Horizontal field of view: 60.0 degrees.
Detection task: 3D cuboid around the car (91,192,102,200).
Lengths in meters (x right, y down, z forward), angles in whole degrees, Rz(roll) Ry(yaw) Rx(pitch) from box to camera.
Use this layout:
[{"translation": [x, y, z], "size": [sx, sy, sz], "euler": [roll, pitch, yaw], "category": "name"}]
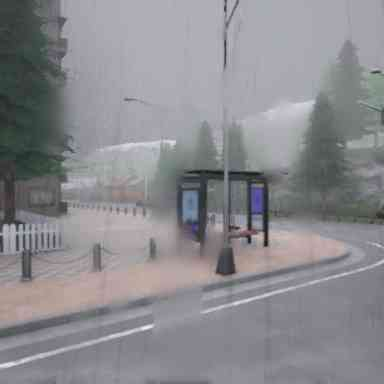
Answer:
[{"translation": [-21.246, 1.015, 80.676], "size": [4.605, 1.855, 1.932], "euler": [0, 0, -36], "category": "car"}]
